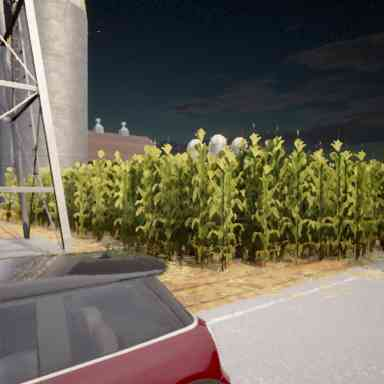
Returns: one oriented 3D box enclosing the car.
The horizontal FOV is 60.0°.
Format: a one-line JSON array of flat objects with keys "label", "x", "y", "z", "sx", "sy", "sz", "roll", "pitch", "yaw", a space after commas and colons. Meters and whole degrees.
[{"label": "car", "x": -1.917, "y": 1.352, "z": 2.217, "sx": 4.553, "sy": 1.767, "sz": 2.097, "roll": 0, "pitch": 0, "yaw": -37}]
